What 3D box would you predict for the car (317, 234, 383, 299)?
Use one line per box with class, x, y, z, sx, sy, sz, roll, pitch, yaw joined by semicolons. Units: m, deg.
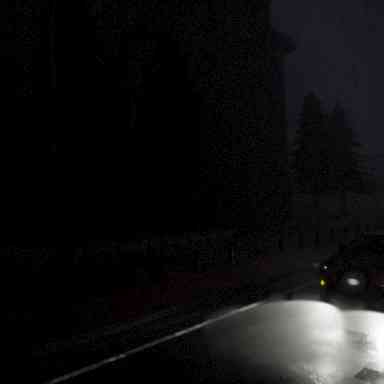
car;5.028;1.827;8.812;4.181;1.385;1.994;0;-4;-43
